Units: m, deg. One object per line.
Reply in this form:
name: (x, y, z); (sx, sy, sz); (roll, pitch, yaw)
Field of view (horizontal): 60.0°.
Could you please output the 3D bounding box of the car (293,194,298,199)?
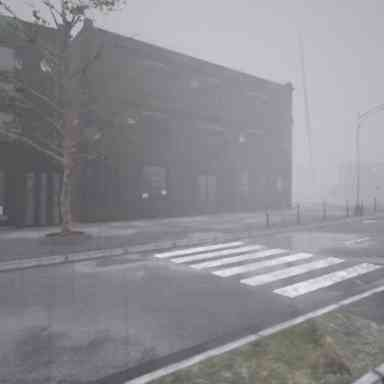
car: (23.143, 1.084, 78.275); (2.163, 1.488, 4.792); (1, 0, 44)
